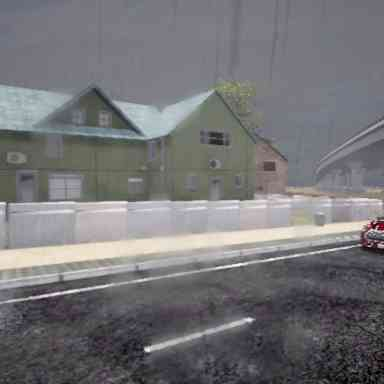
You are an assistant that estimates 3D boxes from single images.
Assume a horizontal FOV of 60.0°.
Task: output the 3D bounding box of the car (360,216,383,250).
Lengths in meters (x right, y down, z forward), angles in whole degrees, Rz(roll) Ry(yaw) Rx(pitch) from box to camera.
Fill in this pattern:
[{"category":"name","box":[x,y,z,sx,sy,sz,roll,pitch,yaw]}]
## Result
[{"category":"car","box":[8.782,1.402,13.410,4.553,1.767,2.097,1,0,-35]}]
